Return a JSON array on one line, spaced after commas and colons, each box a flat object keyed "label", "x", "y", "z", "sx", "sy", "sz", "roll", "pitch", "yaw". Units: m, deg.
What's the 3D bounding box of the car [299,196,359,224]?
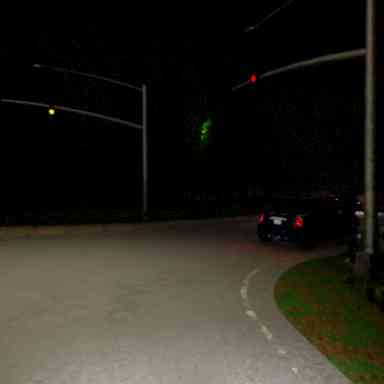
[{"label": "car", "x": 9.077, "y": 1.063, "z": 21.705, "sx": 2.033, "sy": 1.411, "sz": 5.357, "roll": 1, "pitch": 1, "yaw": 41}]

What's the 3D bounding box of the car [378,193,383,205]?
[{"label": "car", "x": 19.592, "y": 0.653, "z": 37.038, "sx": 1.882, "sy": 1.535, "sz": 5.008, "roll": 0, "pitch": 1, "yaw": 10}]

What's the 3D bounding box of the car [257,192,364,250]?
[{"label": "car", "x": 4.680, "y": 1.051, "z": 13.078, "sx": 4.553, "sy": 1.767, "sz": 2.097, "roll": -1, "pitch": 1, "yaw": -39}]
